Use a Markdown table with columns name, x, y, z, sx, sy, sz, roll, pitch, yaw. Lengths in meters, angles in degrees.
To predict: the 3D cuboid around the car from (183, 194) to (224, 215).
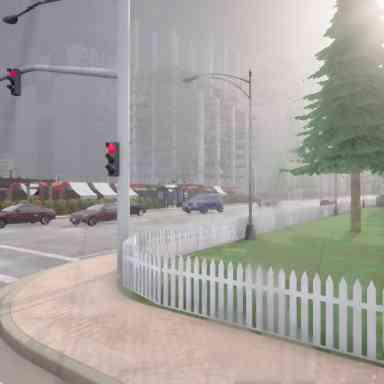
| name | x | y | z | sx | sy | sz | roll | pitch | yaw |
| --- | --- | --- | --- | --- | --- | --- | --- | --- | --- |
| car | 1.338 | 1.222 | 34.961 | 2.150 | 2.045 | 5.566 | 0 | 0 | 34 |

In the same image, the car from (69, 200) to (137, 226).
| name | x | y | z | sx | sy | sz | roll | pitch | yaw |
| --- | --- | --- | --- | --- | --- | --- | --- | --- | --- |
| car | -6.359 | 1.526 | 23.512 | 1.812 | 1.442 | 4.674 | 0 | 0 | 34 |

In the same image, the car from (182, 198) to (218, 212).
| name | x | y | z | sx | sy | sz | roll | pitch | yaw |
| --- | --- | --- | --- | --- | --- | --- | --- | --- | --- |
| car | 1.039 | 1.492 | 40.756 | 2.128 | 1.511 | 4.902 | 0 | 0 | 34 |

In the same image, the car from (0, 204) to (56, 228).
| name | x | y | z | sx | sy | sz | roll | pitch | yaw |
| --- | --- | --- | --- | --- | --- | --- | --- | --- | --- |
| car | -11.475 | 1.526 | 22.225 | 1.812 | 1.442 | 4.674 | 0 | 0 | 36 |

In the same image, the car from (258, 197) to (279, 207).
| name | x | y | z | sx | sy | sz | roll | pitch | yaw |
| --- | --- | --- | --- | --- | --- | --- | --- | --- | --- |
| car | 11.537 | 1.521 | 49.916 | 2.128 | 1.511 | 4.902 | 0 | 0 | 34 |

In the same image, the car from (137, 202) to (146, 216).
| name | x | y | z | sx | sy | sz | roll | pitch | yaw |
| --- | --- | --- | --- | --- | --- | --- | --- | --- | --- |
| car | -6.252 | 1.478 | 29.968 | 1.882 | 1.535 | 5.008 | 0 | 0 | 34 |

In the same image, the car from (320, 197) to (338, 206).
| name | x | y | z | sx | sy | sz | roll | pitch | yaw |
| --- | --- | --- | --- | --- | --- | --- | --- | --- | --- |
| car | 21.035 | 1.526 | 51.303 | 1.812 | 1.442 | 4.674 | 0 | 0 | 34 |
